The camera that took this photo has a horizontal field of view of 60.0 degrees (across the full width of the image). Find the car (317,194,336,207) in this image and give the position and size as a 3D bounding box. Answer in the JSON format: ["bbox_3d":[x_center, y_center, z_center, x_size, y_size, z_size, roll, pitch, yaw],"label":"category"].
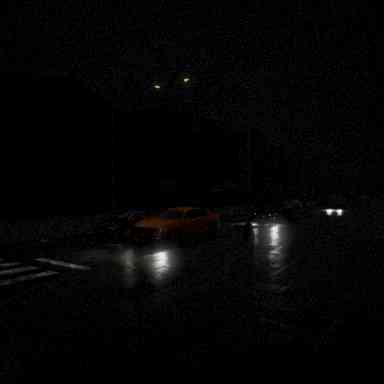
[{"bbox_3d":[20.056,1.248,49.129,2.192,1.841,5.009,0,0,35],"label":"car"}]

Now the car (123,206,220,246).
[{"bbox_3d":[-0.557,1.440,15.434,1.882,1.535,5.008,0,0,35],"label":"car"}]

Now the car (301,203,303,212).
[{"bbox_3d":[10.249,1.377,35.196,1.967,1.590,4.097,0,0,35],"label":"car"}]

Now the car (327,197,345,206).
[{"bbox_3d":[23.326,1.498,53.774,1.947,1.339,4.313,0,0,35],"label":"car"}]

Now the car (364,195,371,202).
[{"bbox_3d":[39.571,1.484,76.858,1.752,1.417,4.829,0,0,35],"label":"car"}]

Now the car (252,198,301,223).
[{"bbox_3d":[6.356,1.442,25.255,1.837,1.490,4.892,0,2,35],"label":"car"}]

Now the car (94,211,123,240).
[{"bbox_3d":[-2.826,1.516,16.618,2.008,1.369,4.403,0,0,35],"label":"car"}]

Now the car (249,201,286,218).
[{"bbox_3d":[6.980,1.522,30.551,1.802,1.307,4.206,0,0,35],"label":"car"}]

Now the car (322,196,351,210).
[{"bbox_3d":[18.483,1.497,42.329,1.994,1.385,4.181,0,0,35],"label":"car"}]

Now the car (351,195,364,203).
[{"bbox_3d":[33.132,1.507,67.708,1.947,1.339,4.313,0,0,35],"label":"car"}]
